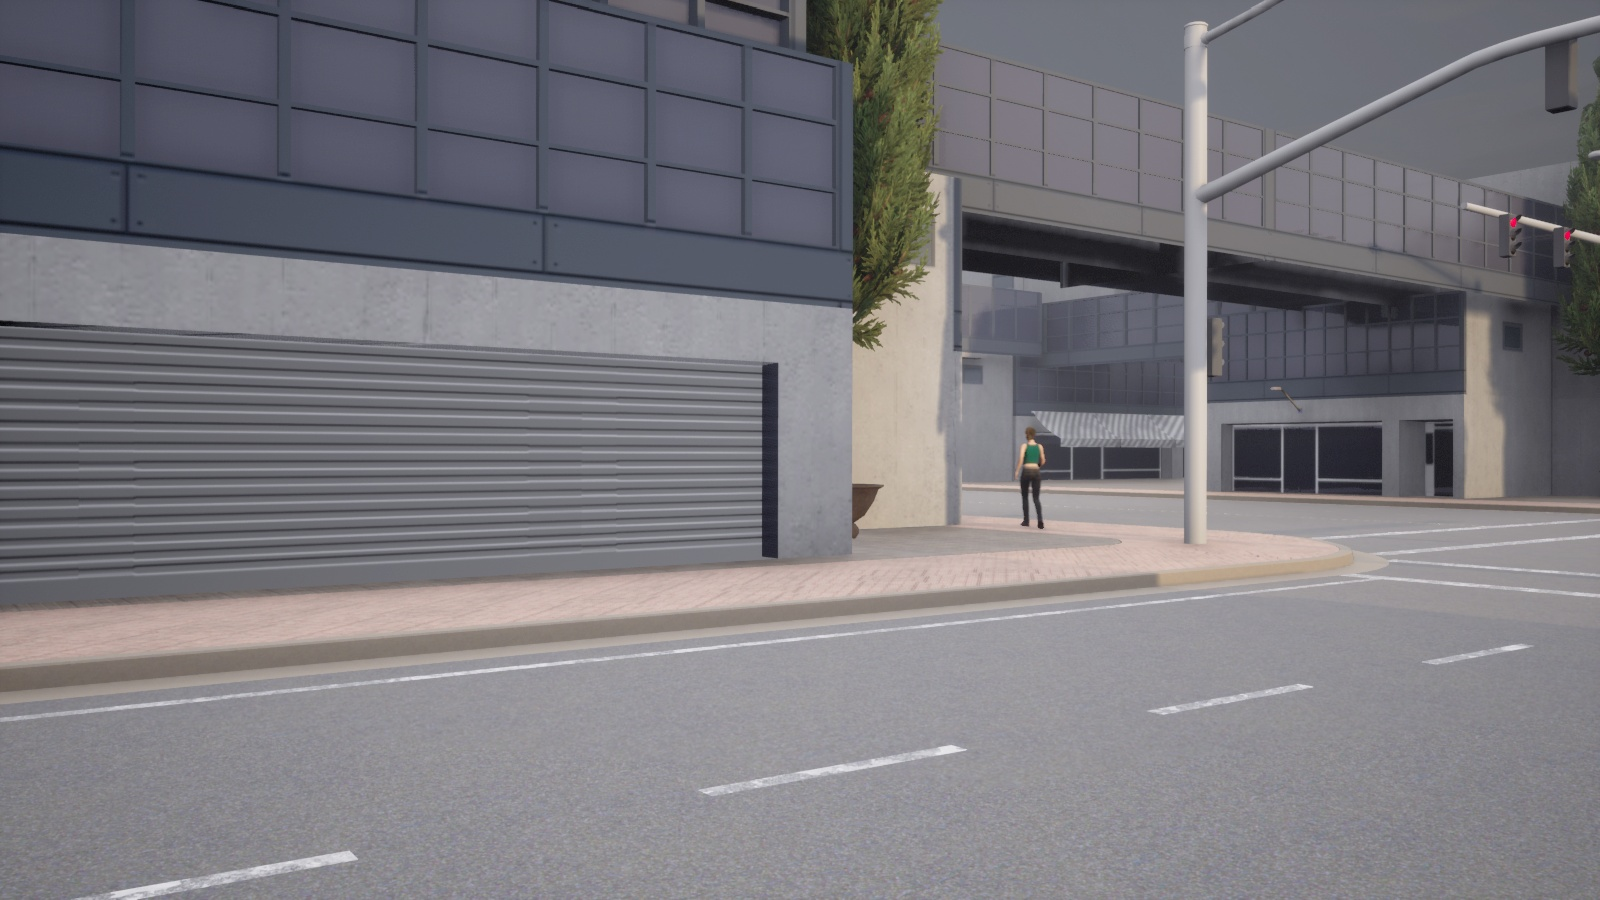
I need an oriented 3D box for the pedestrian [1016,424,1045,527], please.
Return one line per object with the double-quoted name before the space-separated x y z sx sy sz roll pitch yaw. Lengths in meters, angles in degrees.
"pedestrian" 4.159 0.450 22.701 0.345 1.836 0.594 0 0 -7
